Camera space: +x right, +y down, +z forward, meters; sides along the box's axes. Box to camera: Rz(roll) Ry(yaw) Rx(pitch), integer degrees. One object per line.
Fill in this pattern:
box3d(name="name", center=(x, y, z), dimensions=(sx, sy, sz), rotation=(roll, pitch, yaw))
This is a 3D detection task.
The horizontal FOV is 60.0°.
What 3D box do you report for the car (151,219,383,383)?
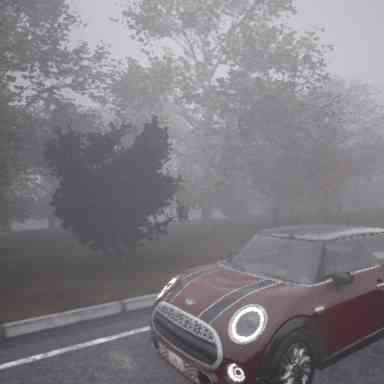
box3d(name="car", center=(1.644, 1.361, 5.163), dimensions=(4.553, 1.767, 2.097), rotation=(0, 0, -35))
